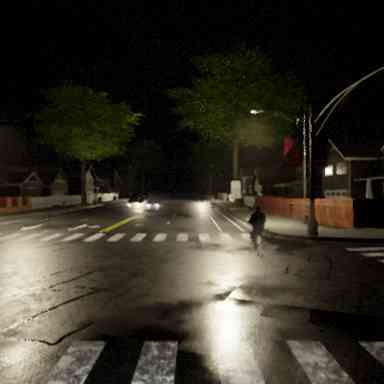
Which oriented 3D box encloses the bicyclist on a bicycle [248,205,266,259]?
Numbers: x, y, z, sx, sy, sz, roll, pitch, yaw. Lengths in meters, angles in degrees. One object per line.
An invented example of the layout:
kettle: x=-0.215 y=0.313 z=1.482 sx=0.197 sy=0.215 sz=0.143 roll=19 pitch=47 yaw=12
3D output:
bicyclist on a bicycle: x=2.238 y=1.320 z=11.539 sx=0.659 sy=1.776 sz=1.843 roll=0 pitch=0 yaw=0

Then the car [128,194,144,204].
car: x=-9.776 y=1.093 z=58.348 sx=2.097 sy=1.767 sz=4.553 roll=0 pitch=0 yaw=0

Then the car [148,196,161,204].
car: x=-6.526 y=1.343 z=58.291 sx=1.895 sy=1.301 sz=4.718 roll=0 pitch=0 yaw=0

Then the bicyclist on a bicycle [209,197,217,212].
bicyclist on a bicycle: x=2.254 y=1.288 z=35.028 sx=0.866 sy=1.612 sz=1.509 roll=0 pitch=0 yaw=0
